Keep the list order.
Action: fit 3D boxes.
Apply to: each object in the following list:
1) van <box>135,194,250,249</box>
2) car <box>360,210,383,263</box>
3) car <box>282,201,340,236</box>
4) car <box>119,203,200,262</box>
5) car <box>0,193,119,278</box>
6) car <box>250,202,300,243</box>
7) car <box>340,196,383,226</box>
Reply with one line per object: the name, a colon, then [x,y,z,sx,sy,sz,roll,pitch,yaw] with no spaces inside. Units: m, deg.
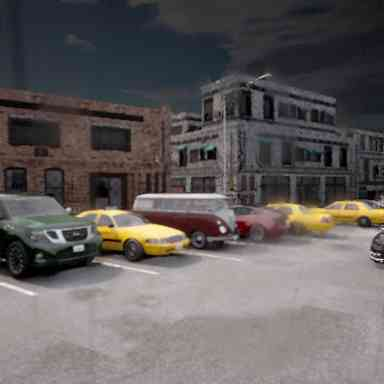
van: [-0.250,1.065,13.256,4.442,1.987,1.878,0,0,35]
car: [7.252,1.395,10.390,4.892,1.490,1.837,-2,2,-42]
car: [4.286,1.262,16.821,5.366,1.575,1.946,0,1,35]
car: [-2.588,1.301,11.515,5.366,1.575,1.946,0,0,35]
car: [-5.111,1.069,9.900,5.566,2.045,2.435,0,0,35]
car: [2.019,1.308,15.033,4.792,1.488,2.163,0,1,35]
car: [9.071,1.236,20.205,5.366,1.575,1.946,0,1,35]
